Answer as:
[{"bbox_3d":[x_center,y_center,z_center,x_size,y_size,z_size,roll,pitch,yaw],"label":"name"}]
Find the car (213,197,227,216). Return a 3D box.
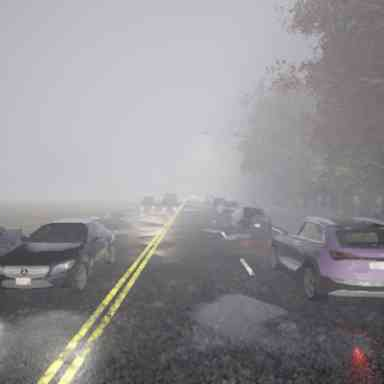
[{"bbox_3d":[3.291,1.437,29.966,2.033,1.411,5.357,1,-1,0],"label":"car"}]

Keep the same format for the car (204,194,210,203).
[{"bbox_3d":[3.306,1.327,51.967,2.128,1.511,4.902,1,-1,0],"label":"car"}]

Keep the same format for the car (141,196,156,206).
[{"bbox_3d":[-6.521,1.335,50.279,1.882,1.535,5.008,0,0,0],"label":"car"}]

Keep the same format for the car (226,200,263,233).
[{"bbox_3d":[3.277,1.450,18.951,1.812,1.442,4.674,1,1,0],"label":"car"}]

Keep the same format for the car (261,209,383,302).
[{"bbox_3d":[3.270,1.378,7.968,2.033,1.649,4.856,1,-1,0],"label":"car"}]

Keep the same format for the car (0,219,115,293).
[{"bbox_3d":[-3.329,1.496,8.889,1.812,1.442,4.674,0,0,0],"label":"car"}]

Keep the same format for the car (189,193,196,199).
[{"bbox_3d":[0.094,1.062,91.795,1.882,1.535,5.008,0,0,0],"label":"car"}]

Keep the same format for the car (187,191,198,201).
[{"bbox_3d":[0.071,0.905,72.571,2.150,2.045,5.566,0,0,0],"label":"car"}]

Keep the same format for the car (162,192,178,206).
[{"bbox_3d":[-3.272,1.082,50.217,2.150,2.045,5.566,0,0,0],"label":"car"}]

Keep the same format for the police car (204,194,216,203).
[{"bbox_3d":[3.330,1.235,63.078,1.930,1.638,5.238,1,-1,0],"label":"police car"}]

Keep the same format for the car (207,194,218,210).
[{"bbox_3d":[3.278,1.353,40.959,1.882,1.535,5.008,-1,0,0],"label":"car"}]
